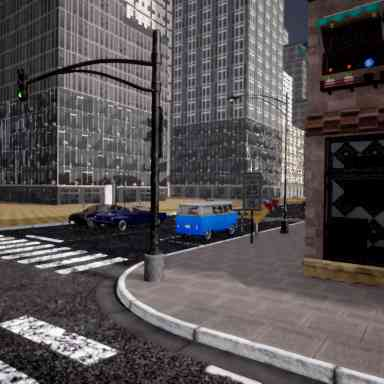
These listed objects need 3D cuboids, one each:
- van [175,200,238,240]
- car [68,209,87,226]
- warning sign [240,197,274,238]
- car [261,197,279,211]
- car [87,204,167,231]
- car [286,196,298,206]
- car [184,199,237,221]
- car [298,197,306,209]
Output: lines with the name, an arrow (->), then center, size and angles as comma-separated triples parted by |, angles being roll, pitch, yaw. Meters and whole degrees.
van -> 0.870, 1.368, 17.009 | 1.690, 1.788, 3.998 | 1, 1, 36
car -> -5.954, 1.467, 21.880 | 1.947, 1.339, 4.313 | 1, 1, 36
warning sign -> 3.150, 1.177, 16.112 | 1.300, 1.860, 1.060 | 1, 1, 36
car -> 7.506, 1.506, 36.272 | 1.895, 1.301, 4.718 | 1, 1, 36
car -> -3.744, 1.541, 20.520 | 1.895, 1.301, 4.718 | 1, 1, 36
car -> 16.442, 1.364, 53.266 | 1.752, 1.417, 4.829 | 1, 1, 36
car -> 1.646, 1.414, 28.070 | 2.128, 1.511, 4.902 | 1, 1, 35
car -> 15.609, 1.416, 42.228 | 1.882, 1.535, 5.008 | 1, 1, 36
